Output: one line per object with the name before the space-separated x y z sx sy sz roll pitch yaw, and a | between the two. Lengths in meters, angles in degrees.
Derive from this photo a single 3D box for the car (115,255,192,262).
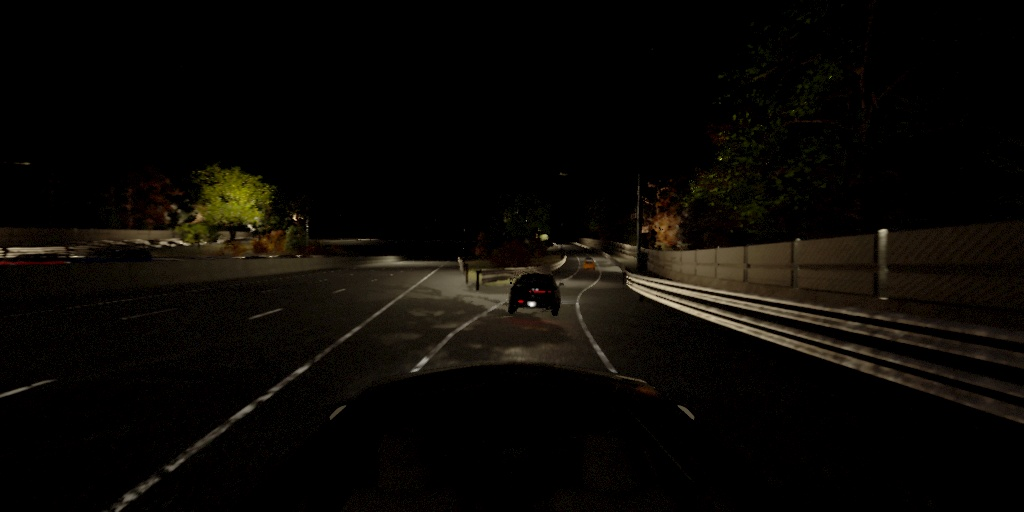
car | -26.243 0.885 26.770 1.812 1.442 4.674 1 0 -8

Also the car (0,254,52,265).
car | -33.012 0.636 24.725 2.097 1.767 4.553 1 0 -8

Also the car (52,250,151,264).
car | -29.779 0.541 26.779 2.150 2.045 5.566 1 0 -8

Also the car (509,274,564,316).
car | 1.050 1.472 14.780 1.837 1.490 4.892 0 -2 9

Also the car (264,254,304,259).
car | -29.100 0.634 45.999 2.097 1.767 4.553 1 0 -8

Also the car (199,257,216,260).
car | -35.437 0.819 40.960 1.895 1.301 4.718 1 0 -8

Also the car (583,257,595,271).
car | 12.960 1.541 60.208 1.882 1.535 5.008 1 2 12

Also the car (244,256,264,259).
car | -32.507 0.721 45.128 1.882 1.535 5.008 1 0 -8
